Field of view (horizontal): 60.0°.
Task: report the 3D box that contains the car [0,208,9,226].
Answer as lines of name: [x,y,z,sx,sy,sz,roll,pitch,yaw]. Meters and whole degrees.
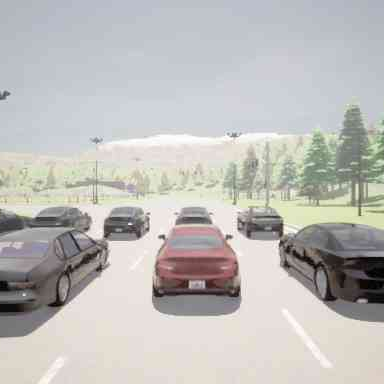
car: [-6.907,1.224,7.686,2.150,2.045,5.566,0,0,0]

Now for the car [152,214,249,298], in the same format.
car: [0.095,1.529,8.388,1.812,1.442,4.674,0,0,0]

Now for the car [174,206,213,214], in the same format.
car: [0.093,1.512,17.959,1.837,1.490,4.892,0,0,0]

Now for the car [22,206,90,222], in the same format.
car: [-6.907,1.512,17.977,1.837,1.490,4.892,0,0,0]

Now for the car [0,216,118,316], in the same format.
car: [-3.406,1.550,7.827,2.033,1.411,5.357,0,0,0]

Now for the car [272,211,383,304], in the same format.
car: [3.599,1.481,8.258,1.882,1.535,5.008,0,0,0]

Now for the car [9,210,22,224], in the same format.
car: [-10.407,1.554,17.309,2.033,1.411,5.357,0,0,0]

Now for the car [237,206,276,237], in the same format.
car: [3.594,1.499,18.111,2.128,1.511,4.902,0,0,0]

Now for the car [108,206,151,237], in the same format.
car: [-3.407,1.512,17.926,1.837,1.490,4.892,0,0,0]
